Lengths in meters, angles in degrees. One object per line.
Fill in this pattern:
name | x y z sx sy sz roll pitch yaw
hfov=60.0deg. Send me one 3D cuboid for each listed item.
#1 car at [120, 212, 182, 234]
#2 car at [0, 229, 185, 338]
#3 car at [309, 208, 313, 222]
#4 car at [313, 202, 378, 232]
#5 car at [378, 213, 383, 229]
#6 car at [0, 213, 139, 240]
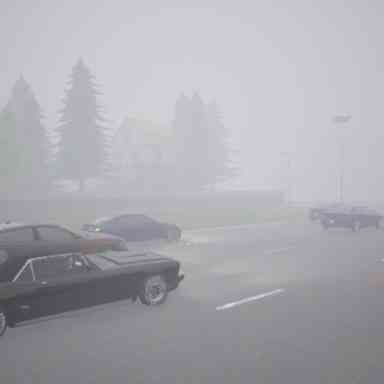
car | -2.656 1.637 15.057 4.674 1.442 1.812 0 -1 -37
car | -2.499 1.661 6.438 4.718 1.301 1.895 0 0 -36
car | 11.017 1.536 25.646 5.008 1.535 1.882 0 0 -38
car | 9.830 1.515 20.293 5.008 1.535 1.882 0 0 -38
car | 11.880 1.569 17.458 4.181 1.385 1.994 0 0 -38
car | -4.296 1.570 9.506 5.008 1.535 1.882 0 0 -36
